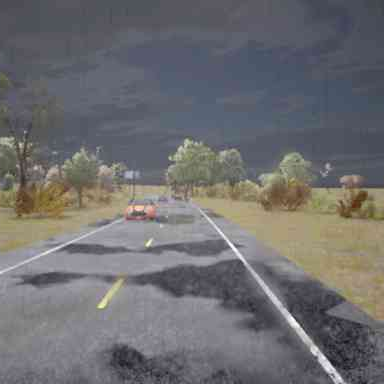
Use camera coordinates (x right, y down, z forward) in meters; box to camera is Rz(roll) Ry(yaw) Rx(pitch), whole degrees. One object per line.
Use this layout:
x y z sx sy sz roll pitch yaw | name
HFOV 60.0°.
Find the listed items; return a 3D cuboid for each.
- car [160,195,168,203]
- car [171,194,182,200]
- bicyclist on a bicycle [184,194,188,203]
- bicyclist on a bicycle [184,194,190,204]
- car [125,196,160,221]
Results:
-5.862 1.353 67.275 1.837 1.490 4.892 0 0 -4 | car
-3.484 1.309 82.200 1.812 1.442 4.674 0 0 -5 | car
-1.234 1.231 65.011 0.659 1.776 1.843 0 0 -4 | bicyclist on a bicycle
-0.719 1.319 56.577 0.866 1.612 1.509 0 0 -3 | bicyclist on a bicycle
-4.002 1.307 26.770 2.097 1.767 4.553 0 0 -2 | car
